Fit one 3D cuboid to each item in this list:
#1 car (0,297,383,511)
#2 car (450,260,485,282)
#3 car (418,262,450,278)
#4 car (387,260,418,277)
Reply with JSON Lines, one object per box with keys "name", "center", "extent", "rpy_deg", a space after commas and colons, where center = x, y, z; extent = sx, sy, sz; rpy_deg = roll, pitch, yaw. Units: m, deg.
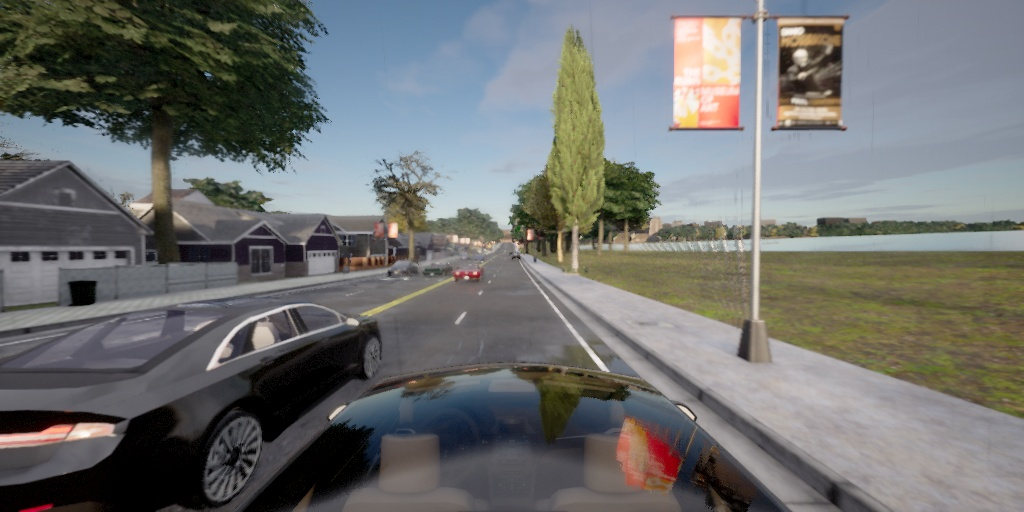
{"name": "car", "center": [-3.150, 1.239, 4.313], "extent": [2.128, 1.511, 4.902], "rpy_deg": [0, 0, 0]}
{"name": "car", "center": [-3.158, 1.225, 27.196], "extent": [1.895, 1.301, 4.718], "rpy_deg": [0, 0, 0]}
{"name": "car", "center": [-6.608, 1.192, 31.911], "extent": [1.895, 1.301, 4.718], "rpy_deg": [0, 0, 0]}
{"name": "car", "center": [-9.855, 1.110, 32.748], "extent": [1.812, 1.442, 4.674], "rpy_deg": [0, 0, 0]}
